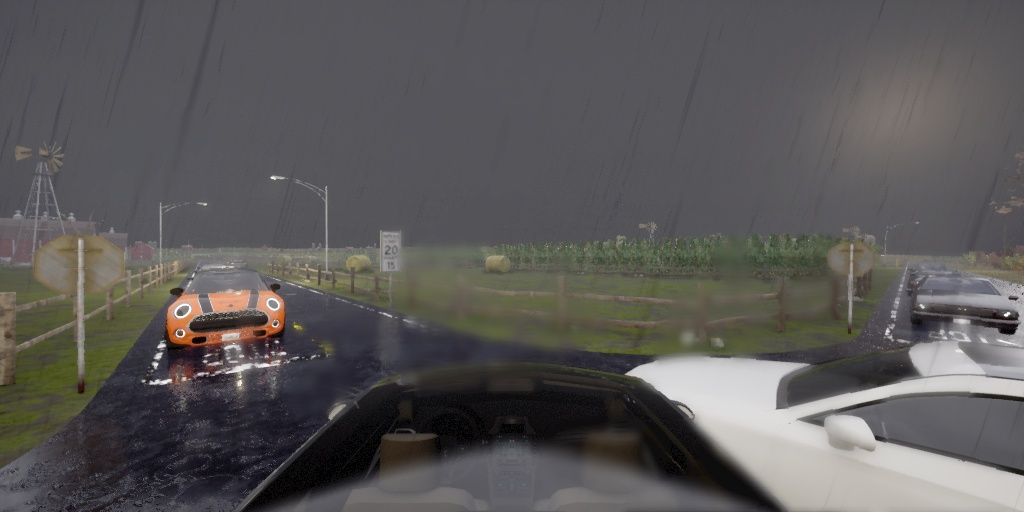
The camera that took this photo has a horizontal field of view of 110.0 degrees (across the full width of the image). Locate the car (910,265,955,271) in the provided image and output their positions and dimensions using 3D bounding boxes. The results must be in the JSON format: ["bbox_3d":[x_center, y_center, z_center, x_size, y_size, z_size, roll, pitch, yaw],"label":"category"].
[{"bbox_3d":[21.121,1.358,17.742,4.181,1.385,1.994,0,1,-42],"label":"car"}]

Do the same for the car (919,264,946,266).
[{"bbox_3d":[28.790,1.300,24.617,4.902,1.511,2.128,0,1,-42],"label":"car"}]

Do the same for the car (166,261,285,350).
[{"bbox_3d":[-7.429,1.135,9.416,2.097,1.767,4.553,0,0,-39],"label":"car"}]

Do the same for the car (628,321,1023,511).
[{"bbox_3d":[2.868,1.293,2.162,1.812,1.442,4.674,0,1,-43],"label":"car"}]

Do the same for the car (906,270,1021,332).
[{"bbox_3d":[13.686,1.331,11.065,5.357,1.411,2.033,0,1,-42],"label":"car"}]
